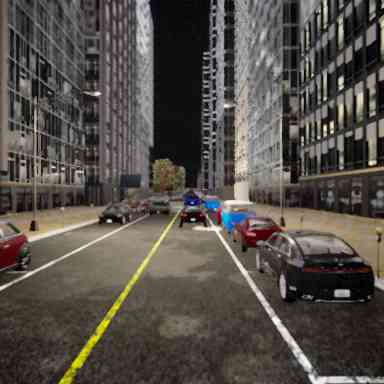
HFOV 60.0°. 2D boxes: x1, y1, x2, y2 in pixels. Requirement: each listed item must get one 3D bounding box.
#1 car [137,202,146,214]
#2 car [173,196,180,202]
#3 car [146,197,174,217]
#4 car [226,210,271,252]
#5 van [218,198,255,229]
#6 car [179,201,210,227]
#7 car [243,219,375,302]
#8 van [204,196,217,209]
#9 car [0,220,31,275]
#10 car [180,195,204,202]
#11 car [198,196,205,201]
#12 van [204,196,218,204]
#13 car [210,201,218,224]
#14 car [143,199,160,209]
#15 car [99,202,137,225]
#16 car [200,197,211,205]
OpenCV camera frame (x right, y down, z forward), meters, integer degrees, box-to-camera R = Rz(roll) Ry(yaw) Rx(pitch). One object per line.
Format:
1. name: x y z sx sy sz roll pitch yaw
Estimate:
1. car: -5.741 1.710 36.600 1.802 1.307 4.206 0 0 0
2. car: -3.099 1.549 75.105 1.882 1.535 5.008 0 0 0
3. car: -3.141 1.597 33.528 1.882 1.535 5.008 0 0 0
4. car: 2.670 1.637 13.816 1.802 1.307 4.206 0 0 0
5. van: 2.662 1.416 19.515 1.690 1.788 3.998 0 0 0
6. car: 0.068 1.613 23.533 1.812 1.442 4.674 0 0 0
7. car: 2.677 1.584 8.119 2.008 1.369 4.403 0 0 0
8. van: 2.625 1.505 48.007 1.690 1.788 3.998 0 0 0
9. car: -5.705 1.473 8.110 1.967 1.590 4.097 0 0 0
10. car: 0.046 1.364 40.709 2.150 2.045 5.566 0 0 0
11. car: 2.566 1.820 93.592 1.887 1.381 4.507 0 0 0
12. van: 2.632 1.488 42.308 1.690 1.788 3.998 0 0 0
13. car: 2.655 1.638 25.213 1.887 1.381 4.507 0 0 0
14. car: -5.756 1.708 47.997 1.887 1.381 4.507 0 0 0
15. car: -5.726 1.659 25.203 1.947 1.339 4.313 0 0 0
16. car: 2.603 1.774 65.103 1.947 1.339 4.313 0 0 0
